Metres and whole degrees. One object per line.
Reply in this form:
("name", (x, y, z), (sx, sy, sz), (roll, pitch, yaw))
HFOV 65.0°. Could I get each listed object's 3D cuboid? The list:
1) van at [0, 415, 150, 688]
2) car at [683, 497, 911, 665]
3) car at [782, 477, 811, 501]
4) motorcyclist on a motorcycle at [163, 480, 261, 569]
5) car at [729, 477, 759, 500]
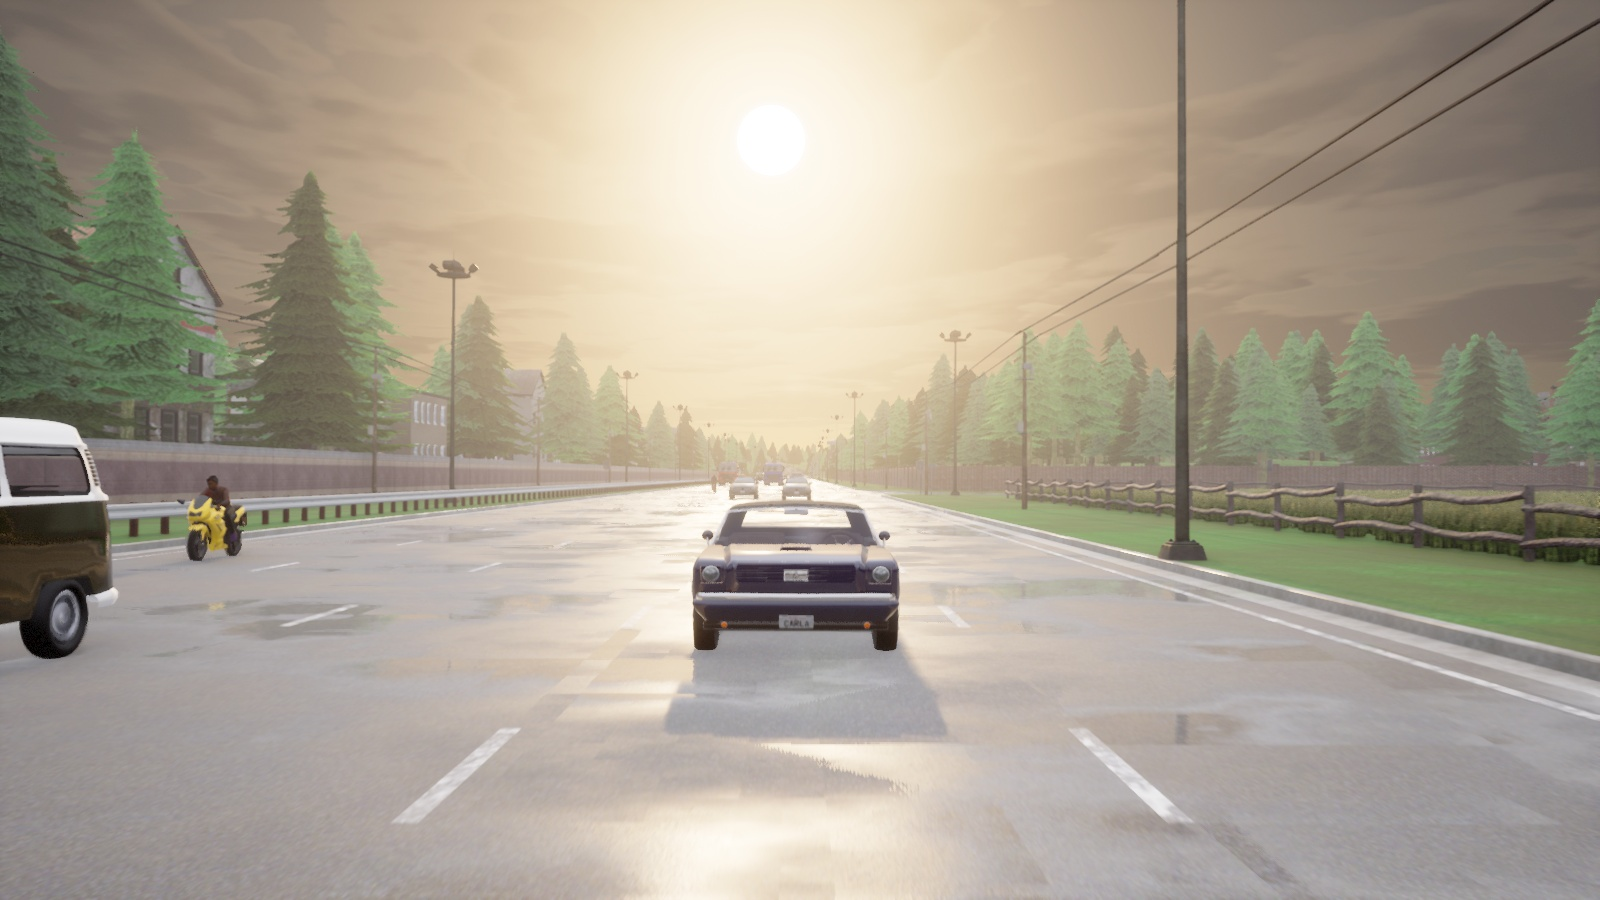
("van", (-7.024, 0.761, 9.318), (2.069, 2.038, 4.480), (0, -1, 0))
("car", (-0.031, 1.181, 12.832), (1.895, 1.301, 4.718), (0, -1, 0))
("car", (-0.198, 2.489, 80.950), (1.812, 1.442, 4.674), (0, -1, 0))
("motorcyclist on a motorcycle", (-10.556, 1.304, 22.624), (0.797, 1.523, 2.044), (0, -1, 0))
("car", (-3.705, 2.559, 83.746), (1.812, 1.442, 4.674), (0, -1, 0))
